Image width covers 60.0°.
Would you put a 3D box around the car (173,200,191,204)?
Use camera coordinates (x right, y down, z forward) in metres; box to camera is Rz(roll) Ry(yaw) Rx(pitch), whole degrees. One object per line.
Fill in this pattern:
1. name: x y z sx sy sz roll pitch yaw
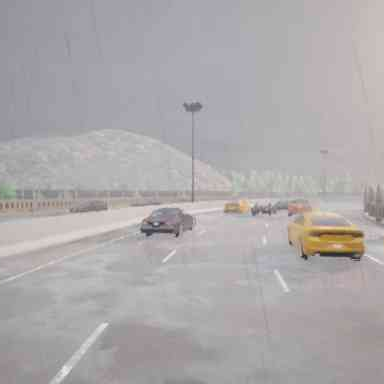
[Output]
1. car: -1.208 1.678 40.547 1.994 1.385 4.181 0 0 25

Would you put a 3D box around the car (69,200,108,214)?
1. car: -10.920 1.602 35.345 1.837 1.490 4.892 0 0 21

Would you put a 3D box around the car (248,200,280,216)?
1. car: 7.352 1.697 33.562 1.895 1.301 4.718 0 0 23

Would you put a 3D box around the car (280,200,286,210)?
1. car: 11.927 1.686 42.824 1.994 1.385 4.181 0 0 29

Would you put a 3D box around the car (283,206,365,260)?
1. car: 4.857 1.514 12.653 1.882 1.535 5.008 0 0 9

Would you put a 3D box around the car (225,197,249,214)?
1. car: 5.161 1.583 37.191 1.882 1.535 5.008 0 0 24

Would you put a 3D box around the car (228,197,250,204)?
1. car: 10.090 1.730 70.454 2.033 1.411 5.357 0 0 41

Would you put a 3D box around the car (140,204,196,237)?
1. car: -1.177 1.599 18.490 2.033 1.411 5.357 0 0 12

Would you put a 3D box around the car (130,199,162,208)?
1. car: -5.430 1.588 39.741 1.882 1.535 5.008 0 0 24

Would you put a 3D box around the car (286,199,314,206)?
1. car: 10.852 1.448 32.824 2.097 1.767 4.553 0 0 23
